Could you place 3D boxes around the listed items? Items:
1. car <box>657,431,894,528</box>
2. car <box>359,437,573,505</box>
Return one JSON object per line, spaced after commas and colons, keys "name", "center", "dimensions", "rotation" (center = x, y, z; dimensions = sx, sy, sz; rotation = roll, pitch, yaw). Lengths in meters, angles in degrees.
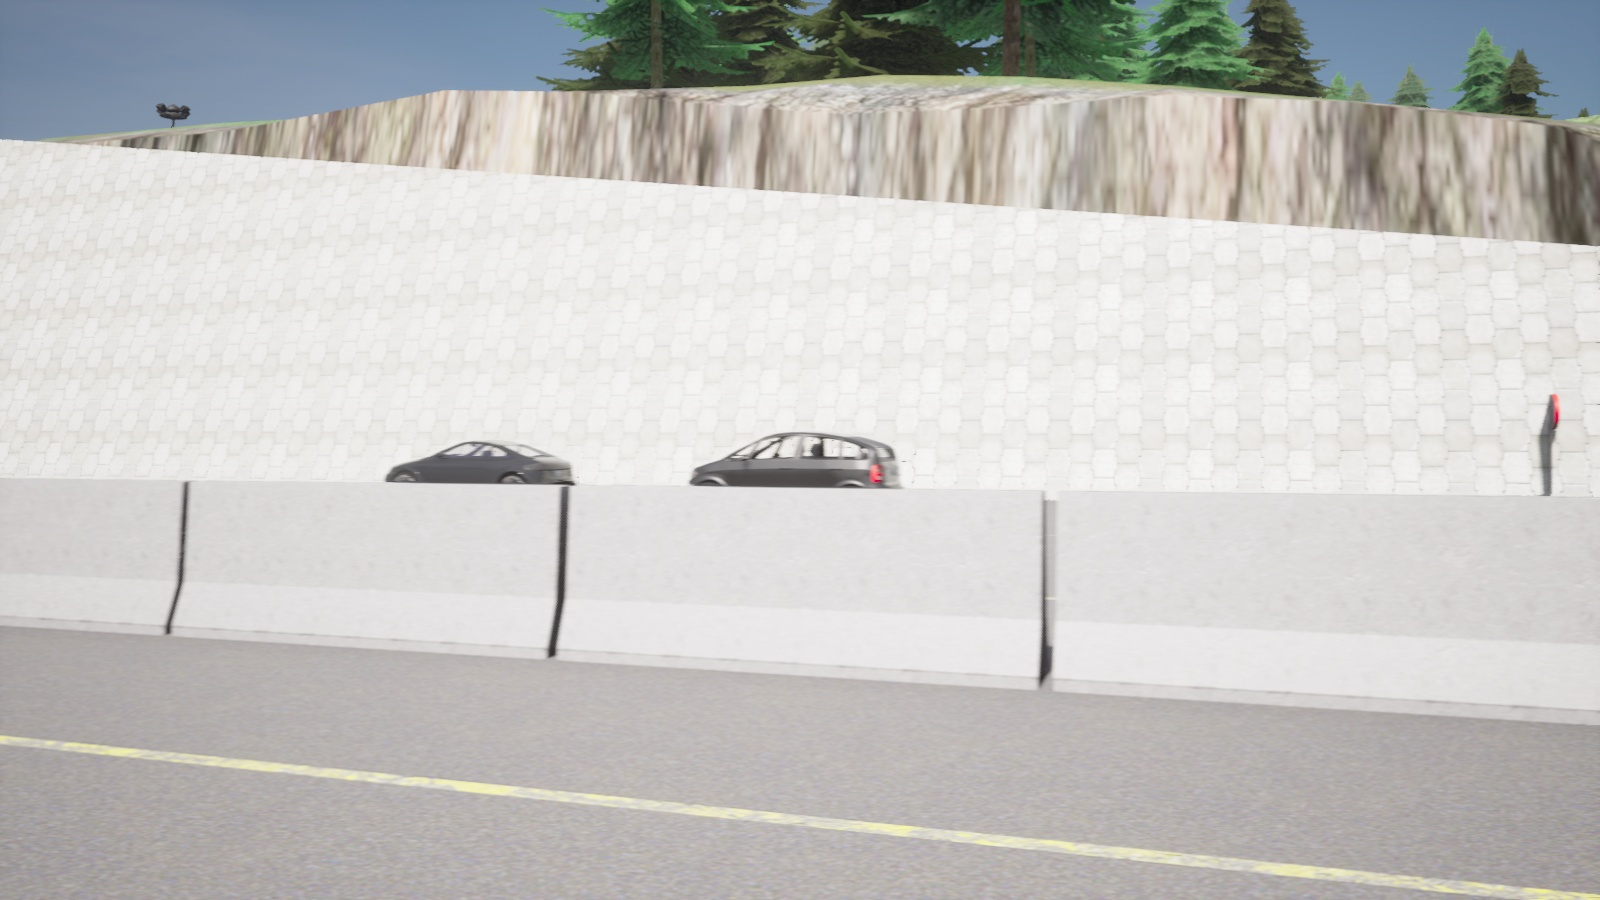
{"name": "car", "center": [-0.402, 0.457, 21.790], "dimensions": [3.705, 1.549, 1.789], "rotation": [1, 1, 19]}
{"name": "car", "center": [-7.376, 0.417, 27.830], "dimensions": [4.181, 1.385, 1.994], "rotation": [1, 1, 19]}
